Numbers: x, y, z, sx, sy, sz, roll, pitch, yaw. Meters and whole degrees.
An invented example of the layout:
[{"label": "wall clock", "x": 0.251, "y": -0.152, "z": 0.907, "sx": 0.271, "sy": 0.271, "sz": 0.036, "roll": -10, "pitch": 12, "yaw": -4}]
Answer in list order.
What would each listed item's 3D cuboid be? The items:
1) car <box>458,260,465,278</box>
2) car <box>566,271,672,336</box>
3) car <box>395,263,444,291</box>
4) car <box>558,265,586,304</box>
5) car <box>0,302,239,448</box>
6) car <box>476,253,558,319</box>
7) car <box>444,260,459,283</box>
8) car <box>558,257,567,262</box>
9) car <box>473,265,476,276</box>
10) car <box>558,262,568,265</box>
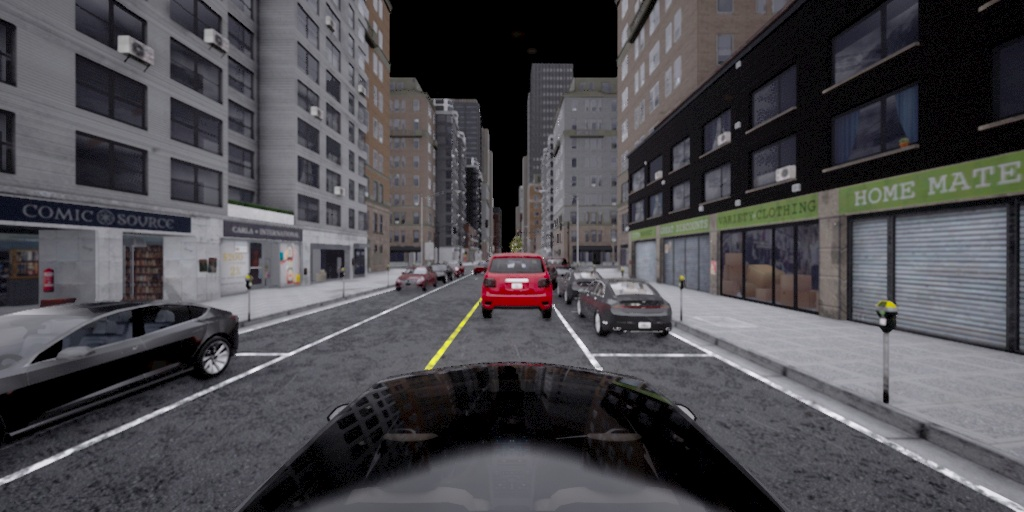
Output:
[{"label": "car", "x": -5.398, "y": 1.081, "z": 32.188, "sx": 1.967, "sy": 1.591, "sz": 4.097, "roll": 0, "pitch": 0, "yaw": 1}, {"label": "car", "x": 2.921, "y": 1.271, "z": 10.020, "sx": 2.007, "sy": 1.370, "sz": 4.403, "roll": 0, "pitch": 0, "yaw": 1}, {"label": "car", "x": -5.501, "y": 1.263, "z": 21.138, "sx": 1.802, "sy": 1.307, "sz": 4.207, "roll": 0, "pitch": 0, "yaw": 1}, {"label": "car", "x": 2.973, "y": 1.251, "z": 15.543, "sx": 2.007, "sy": 1.370, "sz": 4.403, "roll": 0, "pitch": 0, "yaw": 1}, {"label": "car", "x": -5.656, "y": 1.306, "z": 4.564, "sx": 1.948, "sy": 1.339, "sz": 4.313, "roll": 0, "pitch": 0, "yaw": 1}, {"label": "car", "x": 0.183, "y": 0.931, "z": 12.729, "sx": 2.150, "sy": 2.045, "sz": 5.566, "roll": 0, "pitch": 0, "yaw": 1}, {"label": "car", "x": -5.450, "y": 1.227, "z": 26.663, "sx": 1.948, "sy": 1.339, "sz": 4.313, "roll": 0, "pitch": 0, "yaw": 1}, {"label": "car", "x": 3.076, "y": 0.976, "z": 26.590, "sx": 2.192, "sy": 1.841, "sz": 5.009, "roll": 0, "pitch": 0, "yaw": 1}, {"label": "car", "x": -2.700, "y": 1.230, "z": 35.611, "sx": 1.895, "sy": 1.301, "sz": 4.718, "roll": 0, "pitch": 0, "yaw": 1}, {"label": "car", "x": 3.024, "y": 1.246, "z": 21.066, "sx": 1.948, "sy": 1.339, "sz": 4.313, "roll": 0, "pitch": 0, "yaw": 1}]
